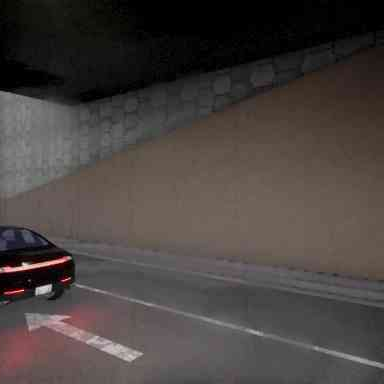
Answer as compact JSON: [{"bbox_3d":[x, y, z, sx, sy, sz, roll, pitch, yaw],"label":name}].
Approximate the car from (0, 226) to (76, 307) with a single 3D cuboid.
[{"bbox_3d":[-4.557,1.492,7.222,4.902,1.511,2.128,0,0,36],"label":"car"}]
